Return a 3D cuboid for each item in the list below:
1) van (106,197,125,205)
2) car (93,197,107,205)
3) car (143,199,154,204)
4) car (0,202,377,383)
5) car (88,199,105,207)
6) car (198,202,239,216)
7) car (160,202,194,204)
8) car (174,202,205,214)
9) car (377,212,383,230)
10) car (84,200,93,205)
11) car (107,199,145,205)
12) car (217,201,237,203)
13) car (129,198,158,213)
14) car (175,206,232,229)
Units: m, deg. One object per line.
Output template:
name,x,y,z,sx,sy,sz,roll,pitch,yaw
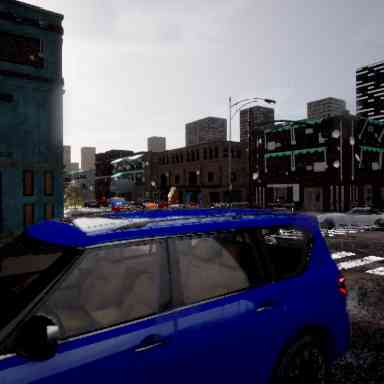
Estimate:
van,-13.171,1.906,58.875,1.690,1.788,3.998,-1,0,-35
car,-16.373,1.939,63.390,2.192,1.841,5.009,-1,0,-35
car,-6.793,1.918,39.903,1.837,1.490,4.892,-1,0,-35
car,-0.778,1.223,3.128,5.566,2.045,2.150,0,0,-35
car,-19.569,2.227,67.905,1.887,1.381,4.507,-1,0,-35
car,2.841,1.809,36.298,2.008,1.369,4.403,-2,0,-35
car,-0.886,1.898,31.561,1.895,1.301,4.718,-1,0,-35
car,-0.360,1.903,40.814,1.802,1.307,4.206,-2,0,-35
car,10.574,1.667,21.493,4.718,1.301,1.895,-1,-1,25
car,-19.309,2.229,63.075,1.994,1.385,4.181,-1,0,-35
car,-7.198,1.846,35.965,1.967,1.590,4.097,-1,0,-35
car,4.209,1.547,24.257,2.097,1.767,4.553,-1,0,-34
car,-6.635,1.780,45.194,2.097,1.767,4.553,-1,0,-35
car,0.732,1.814,24.575,1.947,1.339,4.313,-1,0,-35
